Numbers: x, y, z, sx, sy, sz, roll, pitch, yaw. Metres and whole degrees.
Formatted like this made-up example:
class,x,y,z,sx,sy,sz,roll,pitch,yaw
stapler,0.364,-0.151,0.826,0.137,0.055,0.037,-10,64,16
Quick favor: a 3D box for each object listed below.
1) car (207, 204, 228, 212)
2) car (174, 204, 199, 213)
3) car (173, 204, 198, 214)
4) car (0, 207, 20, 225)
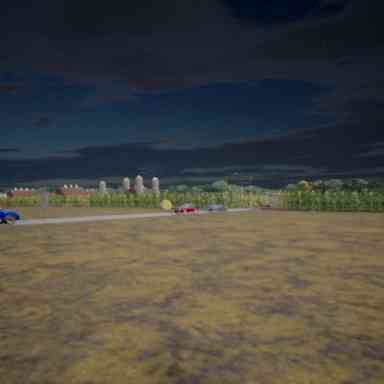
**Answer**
class,x,y,z,sx,sy,sz,roll,pitch,yaw
car,4.789,2.983,62.601,2.033,1.411,5.357,-1,-1,36
car,-0.887,2.851,59.406,1.882,1.535,5.008,-1,-2,36
car,-1.024,2.872,54.380,1.895,1.301,4.718,-1,-1,36
car,-18.559,1.986,29.918,2.150,2.045,5.566,-1,-1,36
